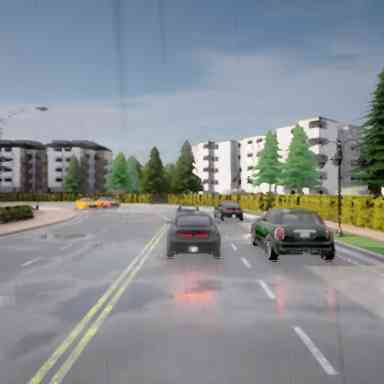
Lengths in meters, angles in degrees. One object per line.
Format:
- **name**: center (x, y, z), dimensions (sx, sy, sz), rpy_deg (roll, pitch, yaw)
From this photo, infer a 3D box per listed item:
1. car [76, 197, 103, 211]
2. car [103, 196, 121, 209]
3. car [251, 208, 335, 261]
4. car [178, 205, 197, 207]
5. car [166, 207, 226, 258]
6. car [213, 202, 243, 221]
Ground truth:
- **car**: center (-13.950, 1.598, 44.242), dimensions (1.882, 1.535, 5.008), rpy_deg (0, 0, -35)
- **car**: center (-11.882, 1.480, 47.298), dimensions (2.097, 1.767, 4.553), rpy_deg (0, 0, -37)
- **car**: center (3.567, 1.386, 12.585), dimensions (2.097, 1.767, 4.553), rpy_deg (0, 0, 0)
- **car**: center (-0.359, 1.673, 26.463), dimensions (1.895, 1.301, 4.718), rpy_deg (0, 0, -4)
- **car**: center (0.067, 1.540, 12.815), dimensions (1.837, 1.490, 4.892), rpy_deg (0, 0, 0)
- **car**: center (2.977, 1.583, 27.979), dimensions (1.837, 1.490, 4.892), rpy_deg (0, 0, -6)
